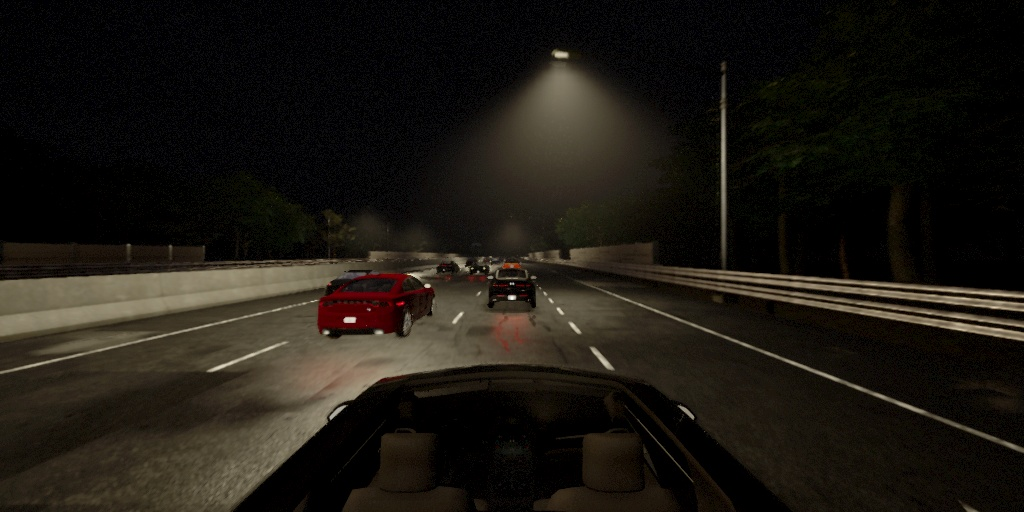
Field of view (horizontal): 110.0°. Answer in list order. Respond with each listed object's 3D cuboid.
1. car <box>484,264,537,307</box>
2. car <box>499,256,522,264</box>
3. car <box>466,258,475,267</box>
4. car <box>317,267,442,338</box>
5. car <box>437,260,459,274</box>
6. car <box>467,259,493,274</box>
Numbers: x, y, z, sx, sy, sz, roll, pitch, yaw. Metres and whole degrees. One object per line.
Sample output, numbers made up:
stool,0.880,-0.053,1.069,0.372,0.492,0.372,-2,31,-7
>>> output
car,0.000,1.258,15.462,1.837,1.490,4.892,0,0,0
car,0.001,1.074,39.391,2.097,1.767,4.553,0,0,0
car,-6.998,1.146,63.320,1.882,1.535,5.008,0,0,0
car,-3.501,1.231,10.227,1.882,1.535,5.008,0,0,0
car,-6.999,1.214,39.452,2.128,1.511,4.902,0,0,0
car,-3.500,1.323,39.462,1.895,1.301,4.718,0,0,0
